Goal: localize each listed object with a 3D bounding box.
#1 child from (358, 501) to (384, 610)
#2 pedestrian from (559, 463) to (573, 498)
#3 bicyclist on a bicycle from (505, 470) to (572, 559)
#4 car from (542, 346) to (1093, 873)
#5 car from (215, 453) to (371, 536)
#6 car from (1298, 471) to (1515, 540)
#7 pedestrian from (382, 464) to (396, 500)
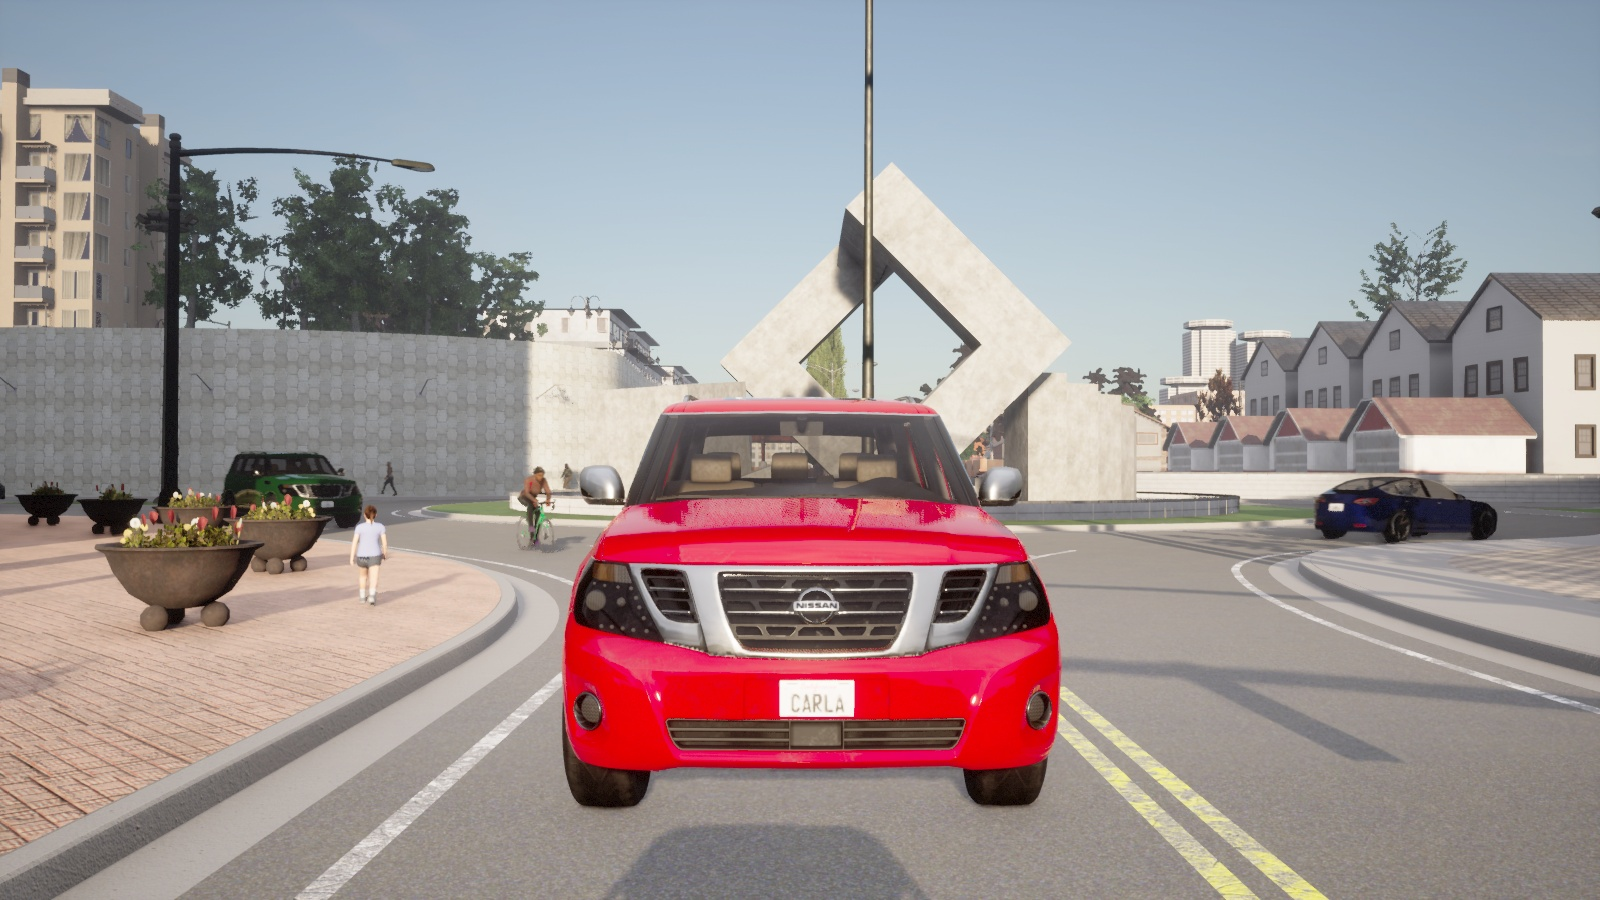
[{"bbox_3d":[-4.499,1.091,13.162,0.255,1.110,0.394,0,-1,-19],"label":"child"},{"bbox_3d":[-13.188,1.710,70.874,0.395,1.930,0.692,-1,-1,39],"label":"pedestrian"},{"bbox_3d":[-4.933,1.183,23.637,0.582,1.620,1.656,0,-1,-36],"label":"bicyclist on a bicycle"},{"bbox_3d":[-0.008,0.663,7.703,2.150,2.045,5.566,0,-1,-2],"label":"car"},{"bbox_3d":[-13.716,1.154,33.791,2.150,2.045,5.566,0,-1,-42],"label":"car"},{"bbox_3d":[14.350,1.254,29.691,4.792,1.488,2.163,0,-1,-27],"label":"car"},{"bbox_3d":[-21.457,1.653,65.538,0.634,1.846,0.331,0,-1,-22],"label":"pedestrian"}]
